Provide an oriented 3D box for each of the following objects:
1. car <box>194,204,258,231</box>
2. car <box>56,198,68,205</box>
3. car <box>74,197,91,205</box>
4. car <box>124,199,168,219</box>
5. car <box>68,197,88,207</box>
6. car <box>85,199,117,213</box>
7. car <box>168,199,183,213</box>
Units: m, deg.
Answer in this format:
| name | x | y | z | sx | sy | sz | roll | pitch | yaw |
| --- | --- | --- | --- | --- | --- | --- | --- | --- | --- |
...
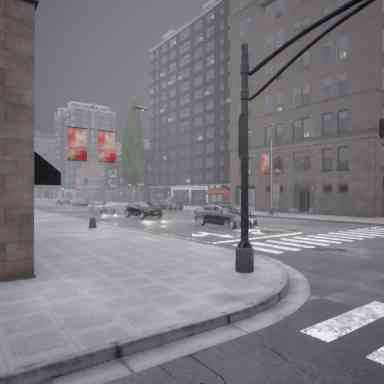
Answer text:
| name | x | y | z | sx | sy | sz | roll | pitch | yaw |
| --- | --- | --- | --- | --- | --- | --- | --- | --- | --- |
| car | 2.063 | 1.550 | 21.370 | 2.128 | 1.511 | 4.902 | 0 | 0 | -36 |
| car | -25.225 | 1.803 | 65.260 | 2.033 | 1.411 | 5.357 | 0 | 0 | -36 |
| car | -21.850 | 1.760 | 66.140 | 1.837 | 1.490 | 4.892 | 0 | 0 | -36 |
| car | -4.496 | 1.578 | 30.487 | 1.882 | 1.535 | 5.008 | 0 | 0 | -35 |
| car | -19.015 | 1.782 | 56.622 | 1.994 | 1.385 | 4.181 | 0 | 0 | -36 |
| car | -10.496 | 1.741 | 38.857 | 1.895 | 1.301 | 4.718 | 0 | 0 | -36 |
| car | -2.941 | 1.631 | 39.811 | 2.128 | 1.511 | 4.902 | 0 | 0 | -36 |
